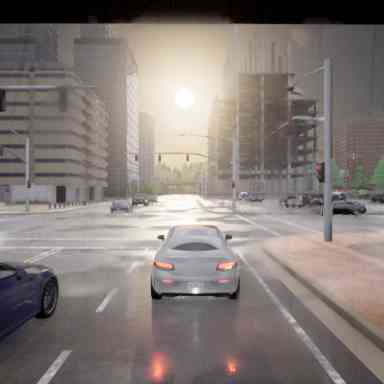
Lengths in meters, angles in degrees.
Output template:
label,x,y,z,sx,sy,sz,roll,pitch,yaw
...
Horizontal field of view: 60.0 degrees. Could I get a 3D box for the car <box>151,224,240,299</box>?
label,x,y,z,sx,sy,sz,roll,pitch,yaw
car,0.072,1.525,8.303,1.812,1.442,4.674,0,0,0

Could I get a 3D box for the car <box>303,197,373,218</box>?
label,x,y,z,sx,sy,sz,roll,pitch,yaw
car,13.132,1.487,30.109,4.902,1.511,2.128,0,0,0

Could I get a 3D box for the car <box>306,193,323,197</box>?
label,x,y,z,sx,sy,sz,roll,pitch,yaw
car,15.966,1.151,44.306,1.905,1.878,3.866,0,0,0

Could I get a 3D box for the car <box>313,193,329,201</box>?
label,x,y,z,sx,sy,sz,roll,pitch,yaw
car,29.867,1.143,76.989,1.932,1.855,4.605,0,0,0

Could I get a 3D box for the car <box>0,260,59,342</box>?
label,x,y,z,sx,sy,sz,roll,pitch,yaw
car,-3.441,1.525,4.429,1.812,1.442,4.674,0,0,0

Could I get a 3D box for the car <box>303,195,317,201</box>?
label,x,y,z,sx,sy,sz,roll,pitch,yaw
car,27.184,1.354,76.926,1.784,1.438,3.905,0,0,0

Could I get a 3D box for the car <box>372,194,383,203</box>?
label,x,y,z,sx,sy,sz,roll,pitch,yaw
car,35.487,1.145,61.954,1.932,1.855,4.605,0,0,0

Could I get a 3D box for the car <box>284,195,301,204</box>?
label,x,y,z,sx,sy,sz,roll,pitch,yaw
car,18.591,1.388,61.785,1.970,1.475,3.806,0,0,0

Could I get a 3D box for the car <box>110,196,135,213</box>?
label,x,y,z,sx,sy,sz,roll,pitch,yaw
car,-7.817,1.521,36.974,1.812,1.442,4.674,0,0,-3

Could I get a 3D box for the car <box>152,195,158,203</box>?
label,x,y,z,sx,sy,sz,roll,pitch,yaw
car,-8.182,1.345,68.127,2.097,1.767,4.553,0,0,0

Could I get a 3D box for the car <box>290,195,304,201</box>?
label,x,y,z,sx,sy,sz,roll,pitch,yaw
car,24.289,1.386,76.914,1.970,1.475,3.806,0,0,0

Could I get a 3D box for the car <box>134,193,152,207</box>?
label,x,y,z,sx,sy,sz,roll,pitch,yaw
car,-8.135,1.216,52.575,2.150,2.045,5.566,0,0,0

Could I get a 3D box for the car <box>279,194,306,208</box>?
label,x,y,z,sx,sy,sz,roll,pitch,yaw
car,13.071,1.148,44.347,1.932,1.855,4.605,0,0,0
